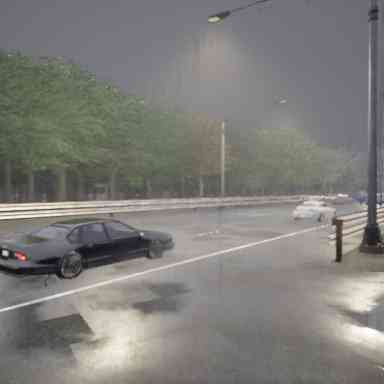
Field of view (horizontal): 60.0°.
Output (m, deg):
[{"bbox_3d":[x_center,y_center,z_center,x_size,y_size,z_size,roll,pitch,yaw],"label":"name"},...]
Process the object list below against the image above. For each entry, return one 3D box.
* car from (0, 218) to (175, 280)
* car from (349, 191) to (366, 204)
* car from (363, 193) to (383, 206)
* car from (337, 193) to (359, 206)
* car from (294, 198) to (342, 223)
[{"bbox_3d":[-2.868,1.496,9.890,2.033,1.411,5.357,0,1,39],"label":"car"},{"bbox_3d":[26.768,0.870,53.344,5.566,2.045,2.150,0,1,-44],"label":"car"},{"bbox_3d":[26.617,1.248,47.950,1.994,1.385,4.181,0,0,41],"label":"car"},{"bbox_3d":[22.230,1.241,48.605,1.994,1.385,4.181,0,0,44],"label":"car"},{"bbox_3d":[8.969,1.380,24.085,1.812,1.442,4.674,0,1,41],"label":"car"}]
